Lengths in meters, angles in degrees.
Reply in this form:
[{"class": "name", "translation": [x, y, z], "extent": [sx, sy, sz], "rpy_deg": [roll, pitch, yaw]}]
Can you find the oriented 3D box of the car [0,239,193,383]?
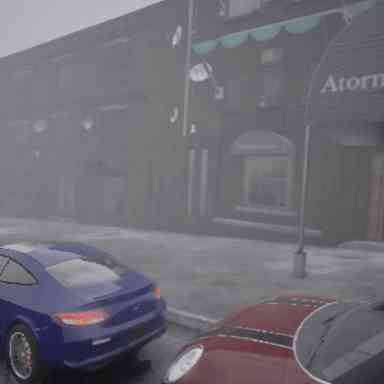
[{"class": "car", "translation": [-2.505, 1.500, 5.317], "extent": [4.674, 1.452, 2.002], "rpy_deg": [0, 0, 35]}]
